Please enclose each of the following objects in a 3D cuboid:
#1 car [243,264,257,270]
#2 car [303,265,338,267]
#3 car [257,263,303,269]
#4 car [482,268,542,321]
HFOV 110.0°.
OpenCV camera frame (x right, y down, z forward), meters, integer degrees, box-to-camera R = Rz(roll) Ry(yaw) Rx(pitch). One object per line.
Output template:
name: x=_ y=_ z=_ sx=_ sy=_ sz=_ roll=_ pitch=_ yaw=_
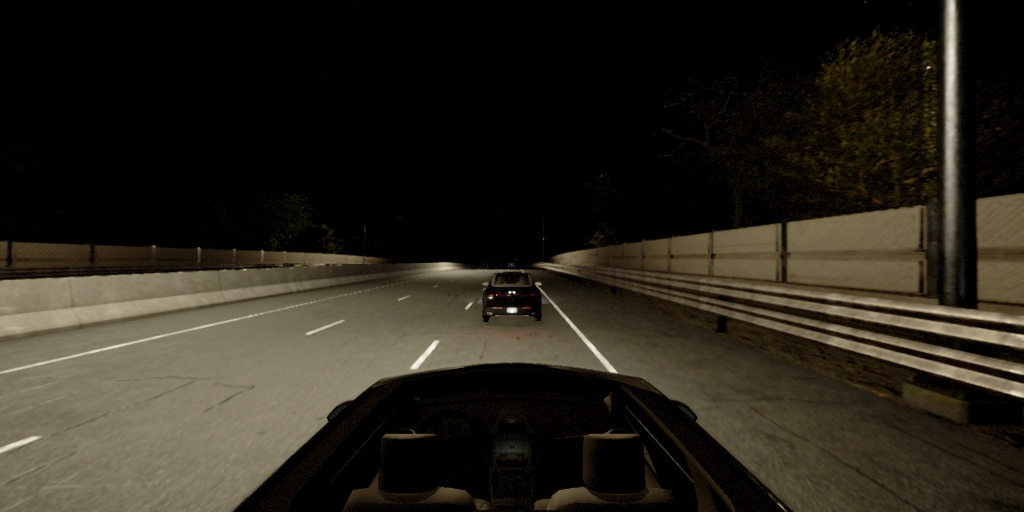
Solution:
car: x=-24.504 y=1.505 z=35.175 sx=2.033 sy=1.411 sz=5.357 roll=0 pitch=-1 yaw=0
car: x=-17.516 y=1.509 z=34.188 sx=1.994 sy=1.385 sz=4.181 roll=0 pitch=-1 yaw=0
car: x=-21.017 y=1.434 z=33.845 sx=2.128 sy=1.511 sz=4.902 roll=0 pitch=-1 yaw=0
car: x=0.001 y=1.316 z=12.561 sx=1.837 sy=1.490 sz=4.892 roll=0 pitch=-1 yaw=0
